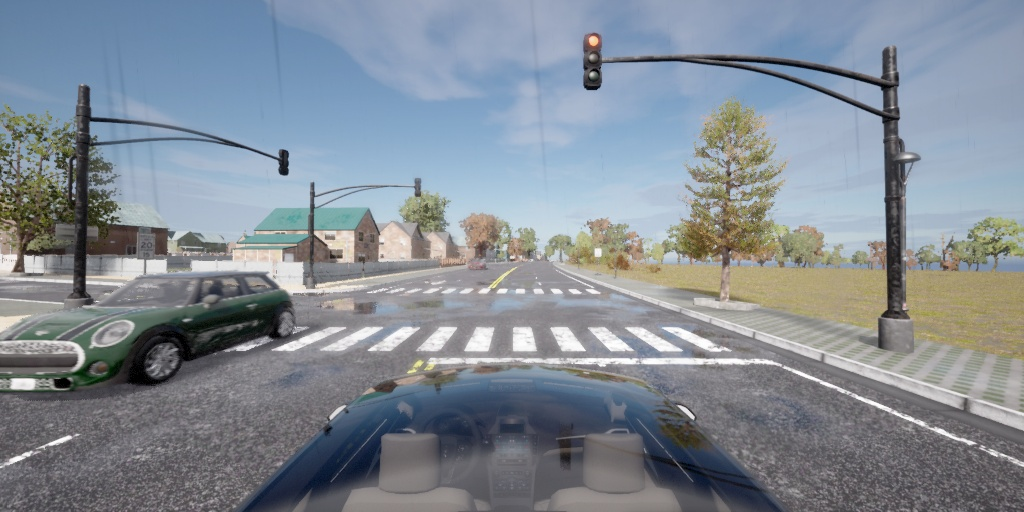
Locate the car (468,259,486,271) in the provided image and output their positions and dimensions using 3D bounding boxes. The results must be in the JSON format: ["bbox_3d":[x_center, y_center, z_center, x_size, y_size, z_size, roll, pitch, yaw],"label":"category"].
[{"bbox_3d":[-4.975,1.166,51.711,2.097,1.767,4.553,0,0,3],"label":"car"}]

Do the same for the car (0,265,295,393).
[{"bbox_3d":[-6.458,1.103,6.993,2.097,1.767,4.553,0,0,0],"label":"car"}]
